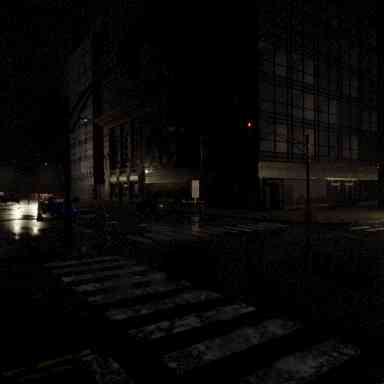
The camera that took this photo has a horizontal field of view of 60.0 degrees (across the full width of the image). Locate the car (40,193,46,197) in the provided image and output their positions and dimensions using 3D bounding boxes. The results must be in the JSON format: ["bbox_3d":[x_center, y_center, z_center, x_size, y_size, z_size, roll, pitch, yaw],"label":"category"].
[{"bbox_3d":[-30.461,1.125,70.841,1.802,1.307,4.206,0,1,-35],"label":"car"}]

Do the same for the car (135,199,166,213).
[{"bbox_3d":[-4.296,1.383,33.993,1.947,1.339,4.313,-1,1,-35],"label":"car"}]

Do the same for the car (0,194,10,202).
[{"bbox_3d":[-37.409,1.201,65.903,1.887,1.381,4.507,0,1,-35],"label":"car"}]

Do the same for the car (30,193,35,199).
[{"bbox_3d":[-37.002,0.908,80.051,1.967,1.590,4.097,0,1,-35],"label":"car"}]

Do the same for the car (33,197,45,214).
[{"bbox_3d":[-14.517,1.483,33.664,1.802,1.307,4.206,-1,1,-35],"label":"car"}]

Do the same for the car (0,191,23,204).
[{"bbox_3d":[-30.870,1.047,56.690,2.192,1.841,5.009,0,1,-35],"label":"car"}]

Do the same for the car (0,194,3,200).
[{"bbox_3d":[-43.951,1.147,75.114,1.947,1.339,4.313,0,1,-35],"label":"car"}]

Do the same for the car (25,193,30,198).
[{"bbox_3d":[-40.273,0.981,84.657,2.008,1.369,4.403,0,1,-35],"label":"car"}]

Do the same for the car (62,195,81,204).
[{"bbox_3d":[-20.649,1.200,57.023,1.887,1.381,4.507,0,1,-35],"label":"car"}]

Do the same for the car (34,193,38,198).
[{"bbox_3d":[-33.731,1.056,75.446,2.008,1.369,4.403,0,1,-35],"label":"car"}]

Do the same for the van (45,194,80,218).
[{"bbox_3d":[-11.248,1.272,29.056,1.690,1.788,3.998,-1,1,-35],"label":"van"}]

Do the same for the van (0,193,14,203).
[{"bbox_3d":[-34.140,1.036,61.296,1.690,1.788,3.998,0,1,-35],"label":"van"}]

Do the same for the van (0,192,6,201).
[{"bbox_3d":[-40.680,0.960,70.507,1.690,1.788,3.998,0,1,-35],"label":"van"}]
